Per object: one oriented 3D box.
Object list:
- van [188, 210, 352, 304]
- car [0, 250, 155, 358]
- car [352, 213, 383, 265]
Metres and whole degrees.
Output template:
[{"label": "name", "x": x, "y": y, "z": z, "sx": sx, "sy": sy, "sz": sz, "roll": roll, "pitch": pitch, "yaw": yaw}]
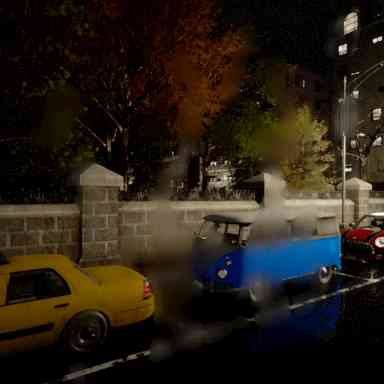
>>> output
[{"label": "van", "x": 1.829, "y": 1.343, "z": 7.862, "sx": 3.998, "sy": 1.788, "sz": 1.690, "roll": 0, "pitch": 1, "yaw": -36}, {"label": "car", "x": -2.876, "y": 1.525, "z": 4.499, "sx": 4.829, "sy": 1.417, "sz": 1.752, "roll": 0, "pitch": 1, "yaw": -36}, {"label": "car", "x": 6.393, "y": 1.442, "z": 11.129, "sx": 4.097, "sy": 1.590, "sz": 1.967, "roll": 0, "pitch": 1, "yaw": -36}]
